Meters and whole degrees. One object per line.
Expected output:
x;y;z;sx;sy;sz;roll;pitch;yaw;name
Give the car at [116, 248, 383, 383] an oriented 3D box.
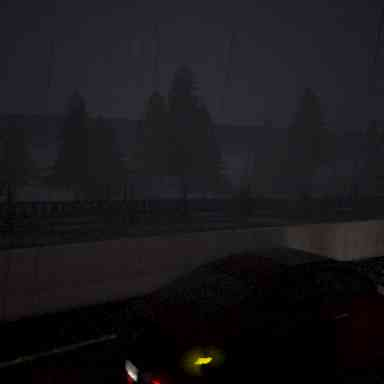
1.348;1.501;4.435;4.674;1.442;1.812;0;0;-33;car
